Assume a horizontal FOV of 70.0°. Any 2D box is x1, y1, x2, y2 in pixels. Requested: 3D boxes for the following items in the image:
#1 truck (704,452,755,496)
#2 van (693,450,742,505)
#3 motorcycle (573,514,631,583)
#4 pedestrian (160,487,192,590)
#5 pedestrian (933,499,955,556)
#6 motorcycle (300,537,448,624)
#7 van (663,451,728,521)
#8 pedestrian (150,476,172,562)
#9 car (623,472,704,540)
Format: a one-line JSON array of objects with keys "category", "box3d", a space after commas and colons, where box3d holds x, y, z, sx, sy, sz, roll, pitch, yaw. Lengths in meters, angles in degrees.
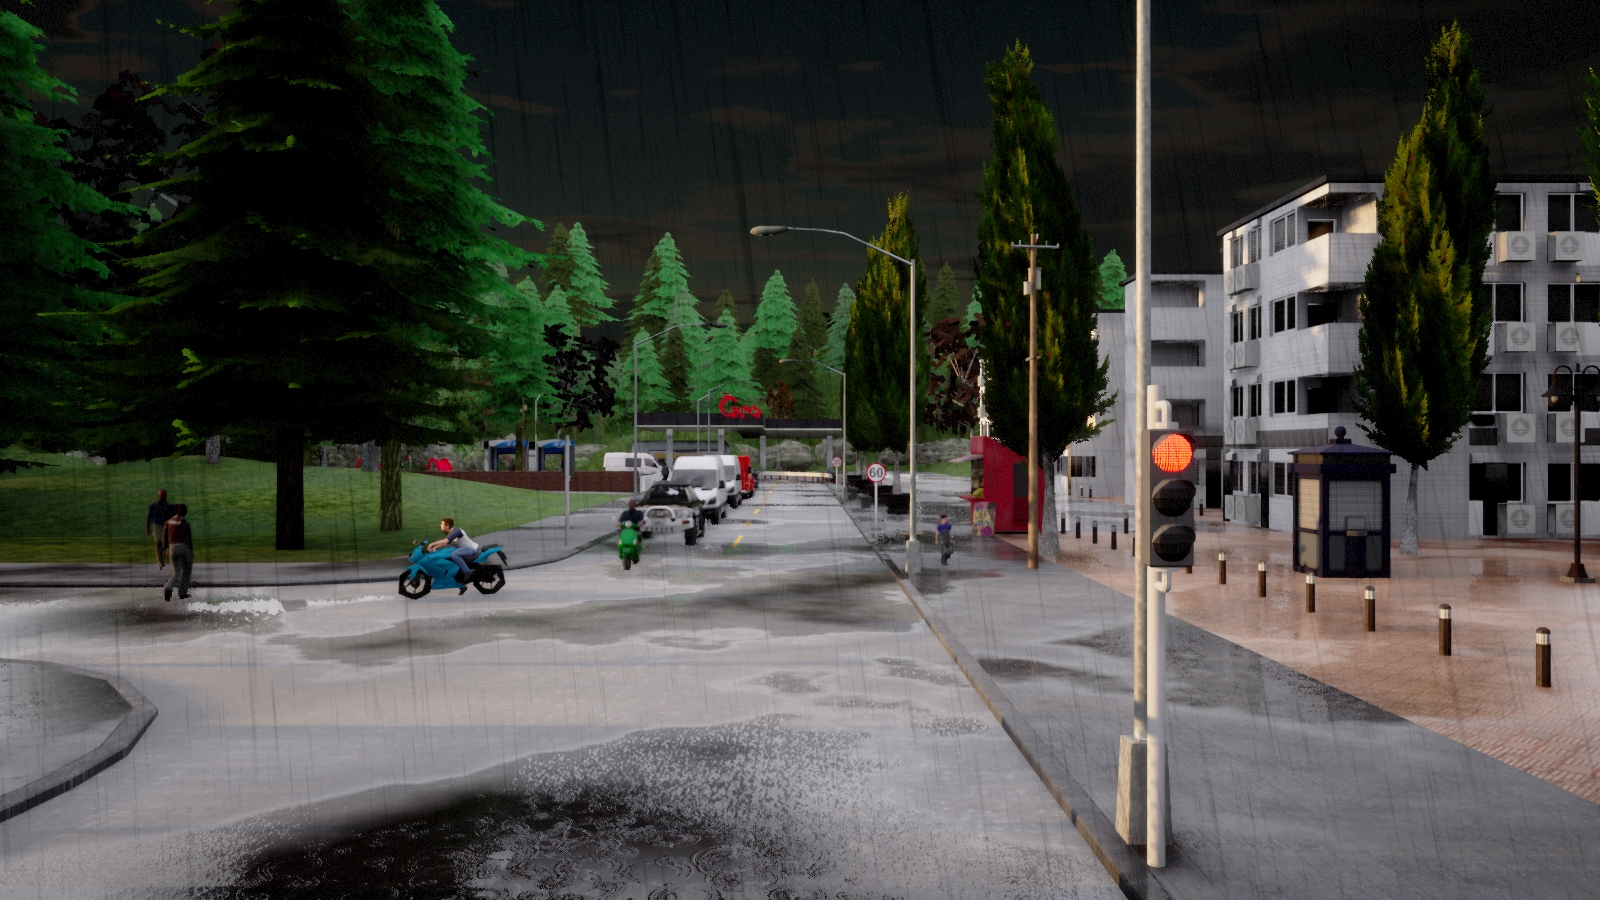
[{"category": "truck", "box3d": [-3.991, 1.338, 65.854, 2.627, 2.467, 5.204, 0, 0, 0]}, {"category": "van", "box3d": [-4.002, 1.305, 56.369, 1.988, 2.561, 5.915, 0, 0, 0]}, {"category": "motorcycle", "box3d": [-3.994, 1.958, 23.129, 0.856, 1.236, 1.805, 0, 0, 0]}, {"category": "pedestrian", "box3d": [-11.505, 1.625, 21.081, 0.375, 1.860, 0.375, 0, 0, 4]}, {"category": "pedestrian", "box3d": [3.358, 1.800, 26.699, 0.375, 1.300, 0.375, 0, 0, -19]}, {"category": "motorcycle", "box3d": [-6.593, 1.990, 17.707, 2.033, 1.145, 0.803, 0, 0, -30]}, {"category": "van", "box3d": [-4.012, 1.307, 44.843, 1.988, 2.561, 5.915, 0, 0, 0]}, {"category": "pedestrian", "box3d": [-14.091, 1.520, 25.196, 0.375, 1.860, 0.375, 0, 0, -38]}, {"category": "car", "box3d": [-4.061, 1.639, 34.687, 1.932, 1.855, 4.605, 0, 0, 0]}]
